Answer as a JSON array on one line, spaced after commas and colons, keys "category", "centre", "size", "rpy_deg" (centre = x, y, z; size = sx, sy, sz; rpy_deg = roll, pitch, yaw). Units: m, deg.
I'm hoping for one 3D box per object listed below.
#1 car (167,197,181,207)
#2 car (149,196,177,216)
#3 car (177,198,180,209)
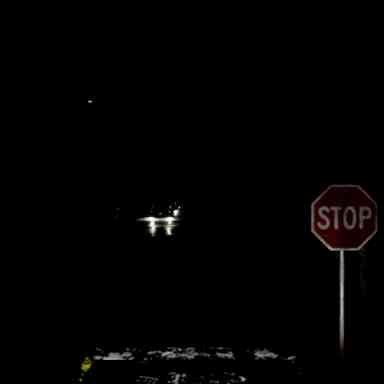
[{"category": "car", "centre": [-2.838, 1.604, 53.913], "size": [2.033, 1.411, 5.357], "rpy_deg": [0, 0, 0]}, {"category": "car", "centre": [-2.843, 1.369, 32.217], "size": [2.097, 1.767, 4.553], "rpy_deg": [0, 0, 0]}, {"category": "car", "centre": [-2.839, 1.385, 42.677], "size": [2.097, 1.767, 4.553], "rpy_deg": [0, 0, 0]}]
